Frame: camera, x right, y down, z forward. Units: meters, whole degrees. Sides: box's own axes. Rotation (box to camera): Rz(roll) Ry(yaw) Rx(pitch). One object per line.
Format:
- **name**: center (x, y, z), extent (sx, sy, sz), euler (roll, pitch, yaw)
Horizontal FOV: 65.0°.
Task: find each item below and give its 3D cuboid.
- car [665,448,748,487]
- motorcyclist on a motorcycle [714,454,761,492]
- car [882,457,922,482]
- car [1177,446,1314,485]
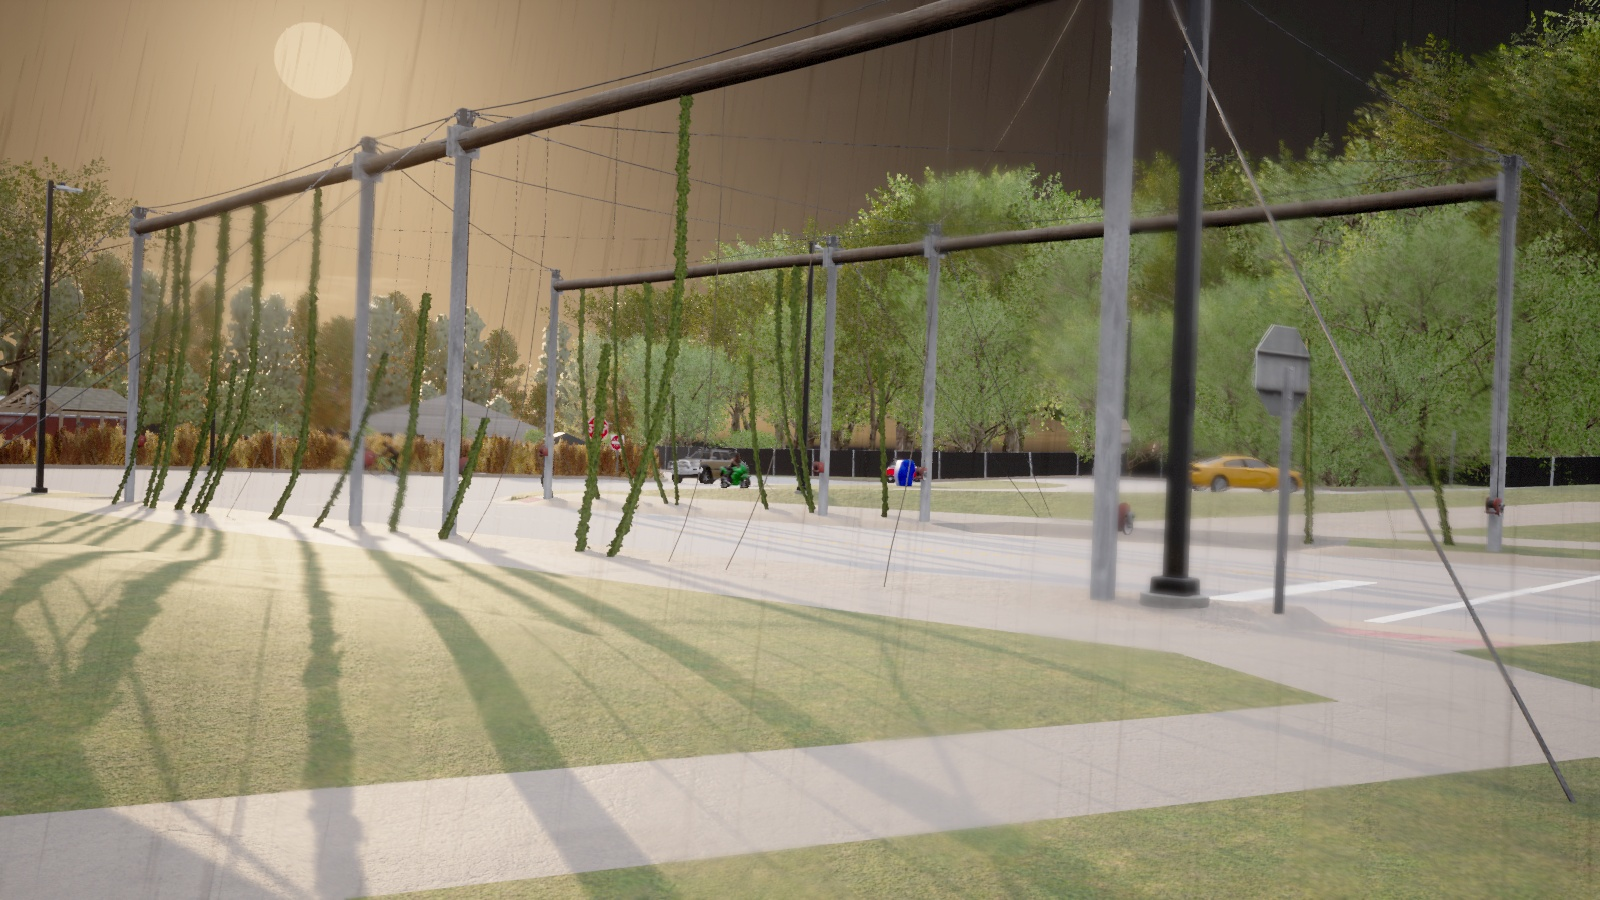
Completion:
- **car**: center (-4.676, 0.917, 63.615), extent (1.932, 1.855, 4.605), euler (-1, -2, 31)
- **motorcyclist on a motorcycle**: center (-2.561, 0.939, 51.246), extent (0.797, 1.523, 2.044), euler (1, -1, -40)
- **car**: center (5.999, 1.128, 73.666), extent (2.207, 1.376, 1.481), euler (-2, -1, 8)
- **car**: center (18.450, 0.622, 52.114), extent (5.008, 1.535, 1.882), euler (0, 0, -7)
